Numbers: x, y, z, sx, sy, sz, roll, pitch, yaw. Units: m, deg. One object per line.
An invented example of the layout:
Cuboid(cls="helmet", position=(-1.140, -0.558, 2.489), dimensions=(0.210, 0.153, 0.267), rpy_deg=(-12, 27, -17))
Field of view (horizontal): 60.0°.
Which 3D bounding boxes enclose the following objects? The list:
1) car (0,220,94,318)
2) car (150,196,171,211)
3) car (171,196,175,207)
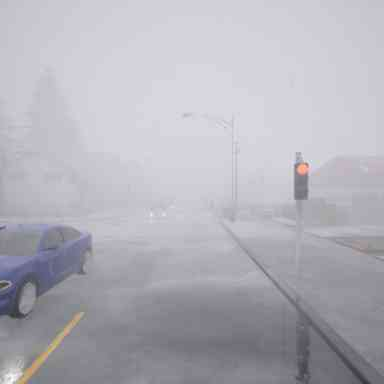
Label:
Cuboid(cls="car", position=(-3.821, 1.477, 7.614), dimensions=(1.882, 1.535, 5.008), rpy_deg=(0, 0, 2))
Cuboid(cls="car", position=(-4.093, 1.505, 41.611), dimensions=(1.837, 1.490, 4.892), rpy_deg=(0, 0, 0))
Cuboid(cls="car", position=(-4.087, 1.525, 50.822), dimensions=(1.812, 1.442, 4.674), rpy_deg=(0, 0, 0))
